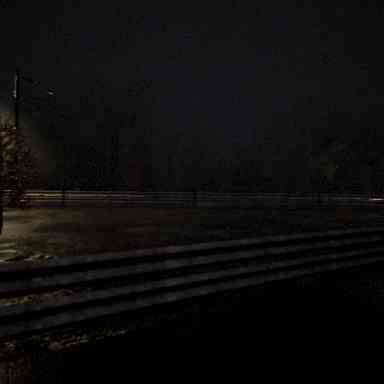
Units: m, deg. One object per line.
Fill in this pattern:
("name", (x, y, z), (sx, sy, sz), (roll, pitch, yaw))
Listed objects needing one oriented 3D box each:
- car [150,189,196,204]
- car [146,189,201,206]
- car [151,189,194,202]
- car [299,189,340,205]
("car", (-2.027, 0.446, 35.155), (4.674, 1.442, 1.812), (1, 0, -4))
("car", (-1.787, 0.477, 31.664), (5.357, 1.411, 2.033), (1, 0, -4))
("car", (-2.267, 0.407, 38.647), (4.892, 1.490, 1.837), (1, 0, -4))
("car", (15.322, 0.499, 39.905), (4.553, 1.767, 2.097), (1, 0, -4))
